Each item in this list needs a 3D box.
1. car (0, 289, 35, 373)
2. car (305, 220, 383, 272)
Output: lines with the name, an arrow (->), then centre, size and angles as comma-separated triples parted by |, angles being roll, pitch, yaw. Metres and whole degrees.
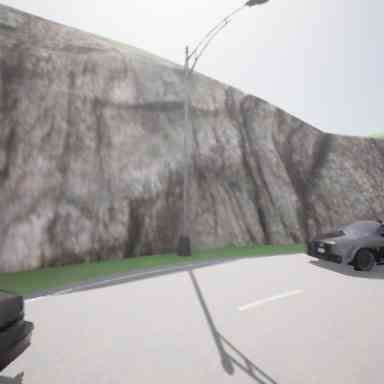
car -> -3.293, 1.504, 1.847 | 2.033, 1.411, 5.357 | 1, 0, 12
car -> 5.890, 1.642, 10.926 | 4.181, 1.385, 1.994 | 1, 0, -18
